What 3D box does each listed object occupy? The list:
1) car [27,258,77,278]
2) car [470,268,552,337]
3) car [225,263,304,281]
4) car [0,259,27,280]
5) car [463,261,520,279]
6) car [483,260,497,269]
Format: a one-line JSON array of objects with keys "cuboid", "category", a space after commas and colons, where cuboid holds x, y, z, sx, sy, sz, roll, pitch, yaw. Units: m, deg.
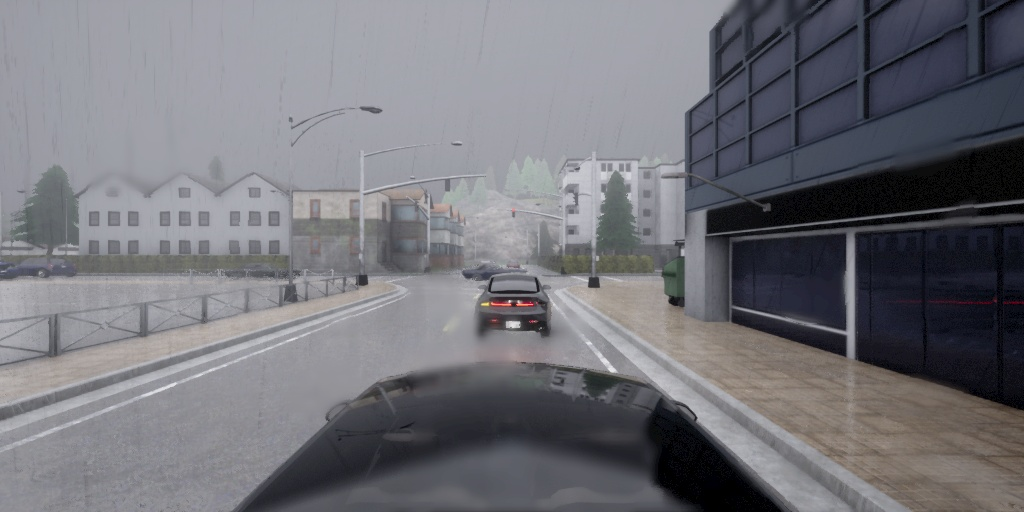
[{"cuboid": [-39.834, 0.926, 30.204, 4.553, 1.767, 2.097, 0, 0, 0], "category": "car"}, {"cuboid": [0.069, 1.255, 10.258, 1.837, 1.490, 4.892, 0, 0, 1], "category": "car"}, {"cuboid": [-18.127, 1.174, 26.411, 4.718, 1.301, 1.895, 0, 0, 0], "category": "car"}, {"cuboid": [-40.286, 0.797, 26.551, 5.566, 2.045, 2.150, 0, 0, 1], "category": "car"}, {"cuboid": [-1.151, 1.271, 26.339, 4.718, 1.301, 1.895, 1, 0, 0], "category": "car"}, {"cuboid": [-3.487, 1.351, 57.544, 1.895, 1.301, 4.718, 0, 0, 0], "category": "car"}]
